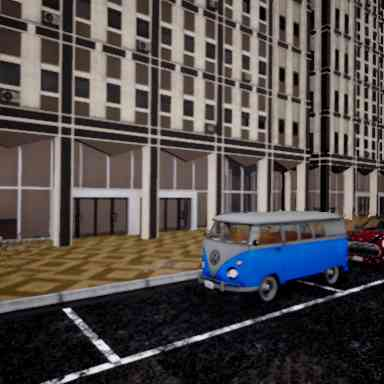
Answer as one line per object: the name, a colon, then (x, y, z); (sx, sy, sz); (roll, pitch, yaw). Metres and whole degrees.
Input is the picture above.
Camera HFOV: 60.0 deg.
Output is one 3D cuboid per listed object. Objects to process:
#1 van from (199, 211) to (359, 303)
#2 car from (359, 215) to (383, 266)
van: (2.071, 1.384, 8.022); (3.998, 1.788, 1.690); (0, 0, -35)
car: (6.704, 1.521, 11.321); (4.097, 1.590, 1.967); (0, 0, -35)
